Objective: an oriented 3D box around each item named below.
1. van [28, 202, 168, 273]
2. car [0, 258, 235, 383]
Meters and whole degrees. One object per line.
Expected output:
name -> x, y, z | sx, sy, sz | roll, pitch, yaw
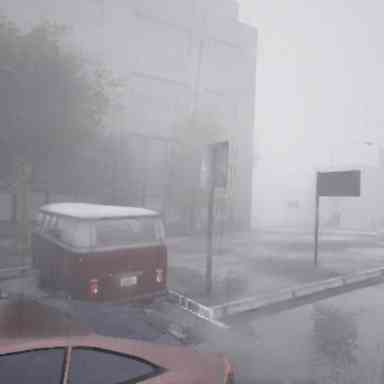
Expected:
van -> -2.342, 1.260, 7.439 | 1.878, 1.987, 4.442 | 0, 0, -35
car -> -1.646, 1.562, 2.178 | 4.181, 1.385, 1.994 | 0, 0, -35
